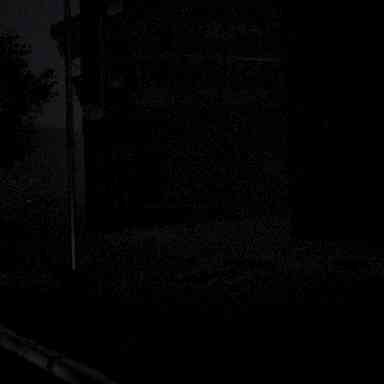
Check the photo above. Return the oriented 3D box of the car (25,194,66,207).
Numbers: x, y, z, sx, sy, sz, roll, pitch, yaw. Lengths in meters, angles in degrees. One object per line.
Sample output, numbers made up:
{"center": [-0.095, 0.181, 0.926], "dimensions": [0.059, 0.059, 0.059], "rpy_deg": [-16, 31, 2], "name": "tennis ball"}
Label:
{"center": [-16.024, 0.858, 36.490], "dimensions": [1.994, 1.385, 4.181], "rpy_deg": [-3, 1, 31], "name": "car"}
